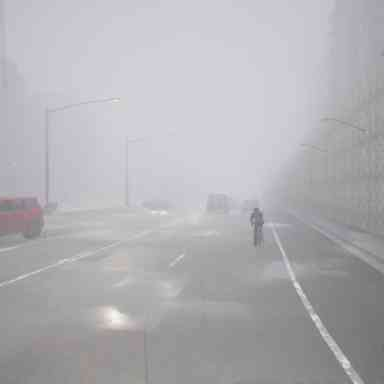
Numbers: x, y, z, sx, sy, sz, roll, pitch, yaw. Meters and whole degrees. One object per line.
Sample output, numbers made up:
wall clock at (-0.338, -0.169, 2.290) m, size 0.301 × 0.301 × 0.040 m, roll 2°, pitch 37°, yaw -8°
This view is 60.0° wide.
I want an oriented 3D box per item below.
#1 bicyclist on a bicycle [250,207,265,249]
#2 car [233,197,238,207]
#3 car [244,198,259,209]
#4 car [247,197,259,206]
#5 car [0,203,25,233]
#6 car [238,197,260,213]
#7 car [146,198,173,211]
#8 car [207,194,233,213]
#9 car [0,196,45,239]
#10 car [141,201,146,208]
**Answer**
bicyclist on a bicycle at (2.688, 1.452, 13.643) m, size 0.582 × 1.620 × 1.656 m, roll 0°, pitch -2°, yaw -4°
car at (4.967, 1.547, 47.209) m, size 2.033 × 1.411 × 5.357 m, roll 0°, pitch 0°, yaw 11°
car at (8.475, 1.564, 46.901) m, size 1.994 × 1.385 × 4.181 m, roll 0°, pitch 0°, yaw 11°
car at (10.432, 1.547, 56.717) m, size 2.033 × 1.411 × 5.357 m, roll 0°, pitch 0°, yaw 11°
car at (-11.643, 1.478, 18.118) m, size 1.882 × 1.535 × 5.008 m, roll 0°, pitch 0°, yaw 11°
car at (6.559, 1.547, 36.800) m, size 2.033 × 1.411 × 5.357 m, roll 0°, pitch 0°, yaw 11°
car at (-3.628, 1.564, 40.342) m, size 1.994 × 1.385 × 4.181 m, roll 0°, pitch 0°, yaw 11°
car at (2.966, 1.221, 36.705) m, size 2.150 × 2.045 × 5.566 m, roll 0°, pitch 0°, yaw 11°
car at (-8.811, 1.221, 14.443) m, size 2.150 × 2.045 × 5.566 m, roll 0°, pitch 0°, yaw 11°
car at (-5.597, 1.547, 48.186) m, size 2.033 × 1.411 × 5.357 m, roll 0°, pitch 0°, yaw 12°
